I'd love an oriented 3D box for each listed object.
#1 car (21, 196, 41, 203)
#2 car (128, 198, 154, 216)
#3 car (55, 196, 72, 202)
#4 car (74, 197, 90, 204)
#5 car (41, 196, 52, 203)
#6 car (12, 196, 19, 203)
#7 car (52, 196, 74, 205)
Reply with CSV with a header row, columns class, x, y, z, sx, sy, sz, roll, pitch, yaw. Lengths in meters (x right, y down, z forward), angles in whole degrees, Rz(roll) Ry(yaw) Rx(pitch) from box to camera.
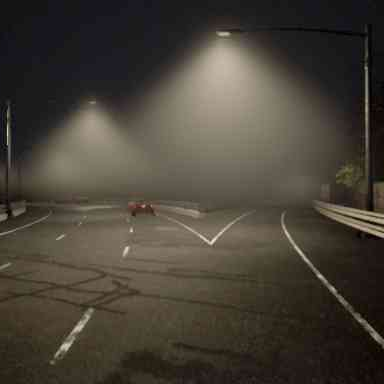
class,x,y,z,sx,sy,sz,roll,pitch,yaw
car,-34.412,1.596,70.873,1.812,1.442,4.674,0,0,-44
car,-5.116,1.388,32.863,2.097,1.767,4.553,0,0,-17
car,-29.189,1.630,75.532,1.895,1.301,4.718,0,0,-44
car,-22.524,1.688,67.354,2.033,1.411,5.357,0,0,-39
car,-31.790,1.577,73.192,1.812,1.442,4.674,0,0,-44
car,-41.199,1.786,77.753,4.892,1.490,1.837,0,0,40
car,-25.488,1.700,65.483,1.812,1.442,4.674,0,0,-39
